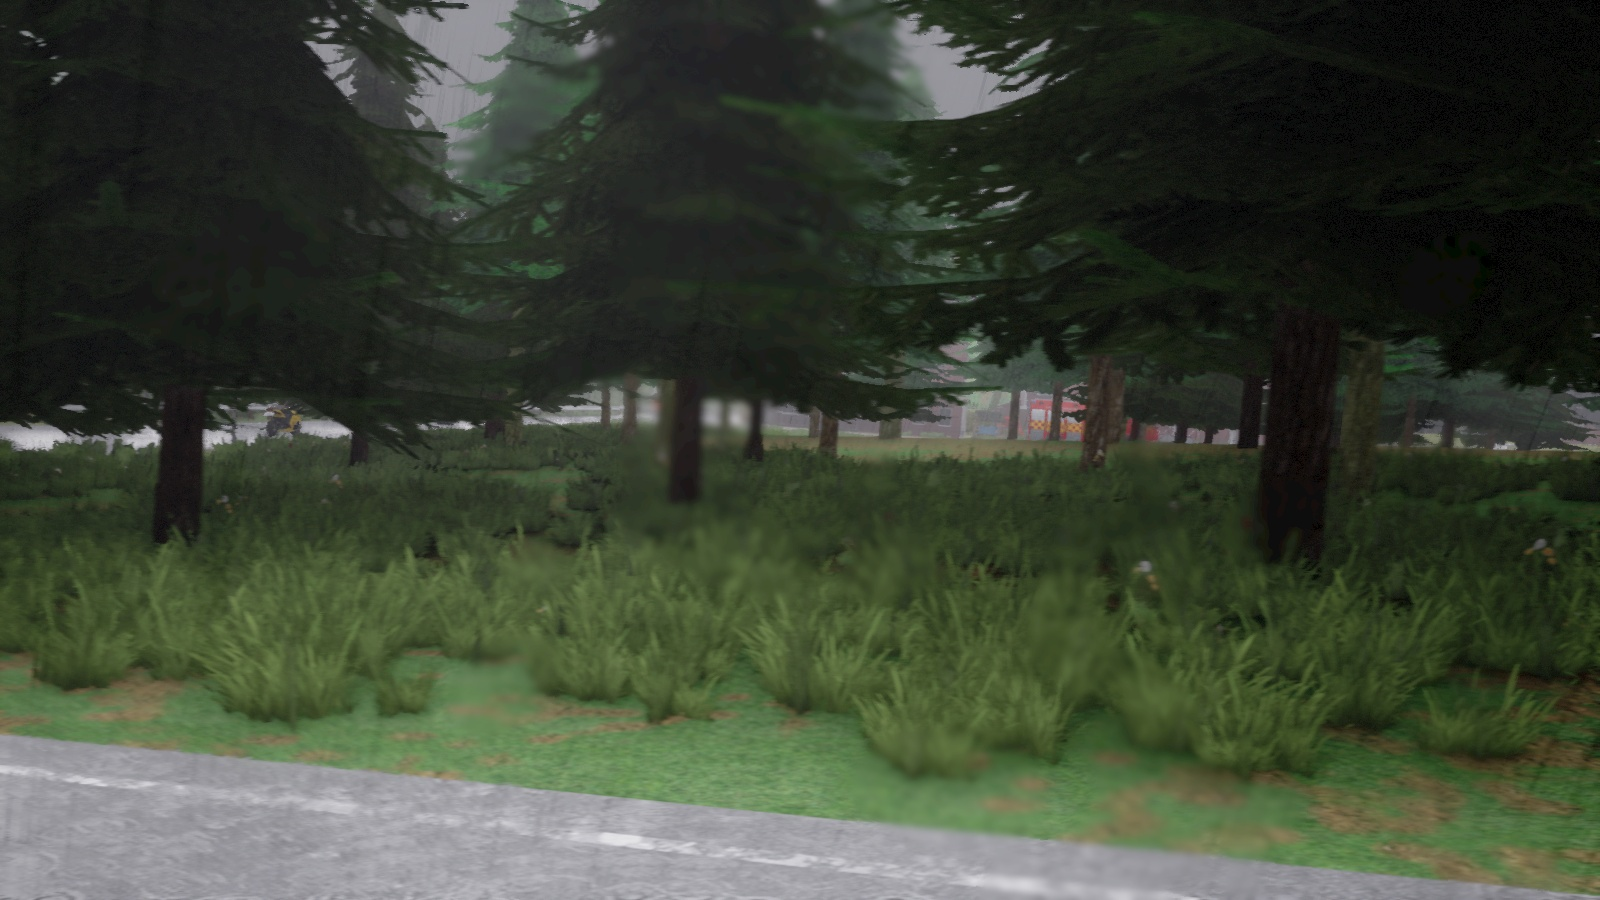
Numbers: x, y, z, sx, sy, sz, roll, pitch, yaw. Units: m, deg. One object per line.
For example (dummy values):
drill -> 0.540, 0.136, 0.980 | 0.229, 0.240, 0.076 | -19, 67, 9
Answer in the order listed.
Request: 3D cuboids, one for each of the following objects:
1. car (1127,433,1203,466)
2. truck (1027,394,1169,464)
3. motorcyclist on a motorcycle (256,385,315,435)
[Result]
car -> 24.665, -0.063, 85.002 | 4.553, 1.767, 2.097 | 5, 2, 8
truck -> 19.368, -1.397, 82.143 | 8.468, 3.827, 2.891 | 5, 2, 8
motorcyclist on a motorcycle -> -16.898, -1.312, 41.271 | 0.797, 1.523, 2.044 | 5, 2, 7
